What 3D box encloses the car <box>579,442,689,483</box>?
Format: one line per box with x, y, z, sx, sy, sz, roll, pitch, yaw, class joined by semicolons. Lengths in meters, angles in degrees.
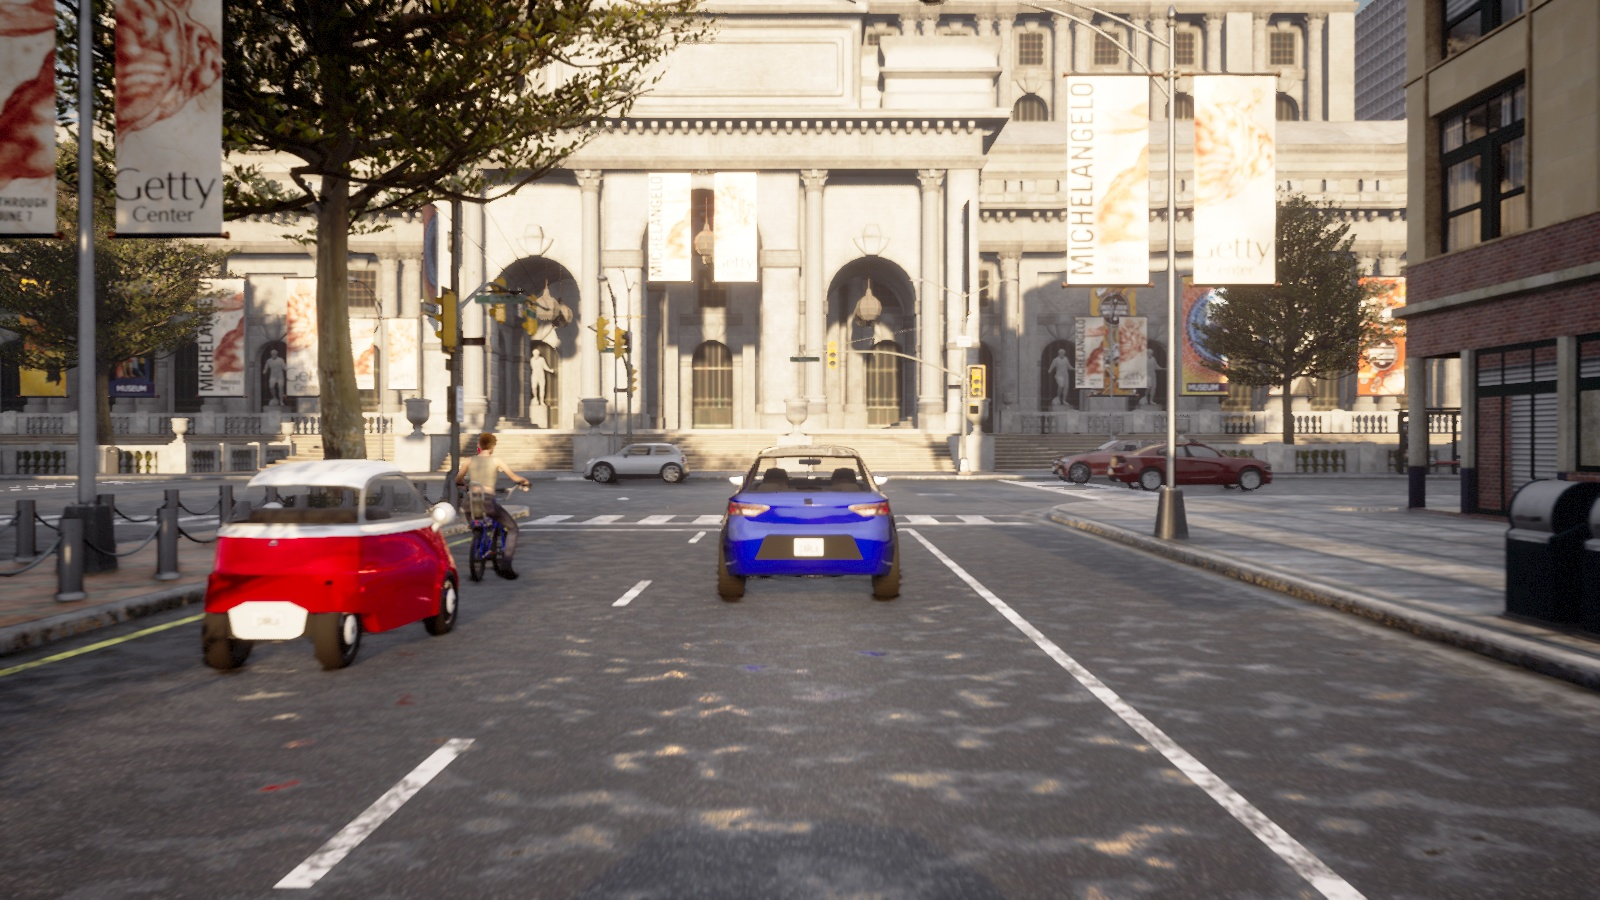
-6.124;0.444;46.599;3.806;1.475;1.970;0;0;1;car

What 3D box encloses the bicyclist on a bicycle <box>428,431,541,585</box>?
-3.457;0.602;13.884;0.866;1.612;1.509;0;0;0;bicyclist on a bicycle

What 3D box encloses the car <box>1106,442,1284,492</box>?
12.323;0.512;39.420;5.008;1.535;1.882;0;0;1;car

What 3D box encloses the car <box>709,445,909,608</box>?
0.092;0.684;13.514;1.816;1.474;4.193;0;0;0;car

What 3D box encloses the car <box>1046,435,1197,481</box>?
11.825;0.273;46.424;5.027;1.651;2.152;0;0;1;car

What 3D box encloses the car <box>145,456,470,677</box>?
-3.433;0.747;9.117;1.481;1.376;2.207;0;1;0;car
